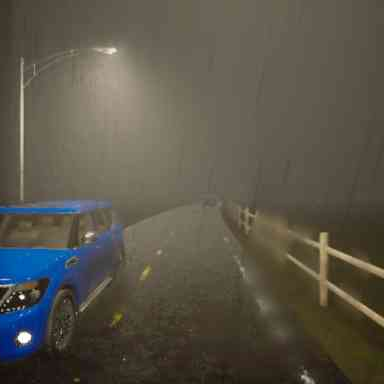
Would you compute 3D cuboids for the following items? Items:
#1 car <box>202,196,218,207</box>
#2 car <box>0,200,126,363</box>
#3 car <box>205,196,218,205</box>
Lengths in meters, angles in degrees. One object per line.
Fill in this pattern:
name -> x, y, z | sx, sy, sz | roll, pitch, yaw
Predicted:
car -> 2.672, 1.602, 53.136 | 2.033, 1.411, 5.357 | 0, 0, 6
car -> -2.769, 1.219, 6.328 | 2.150, 2.045, 5.566 | 0, 0, 1
car -> 3.790, 1.563, 63.456 | 2.128, 1.511, 4.902 | 0, 0, 7
